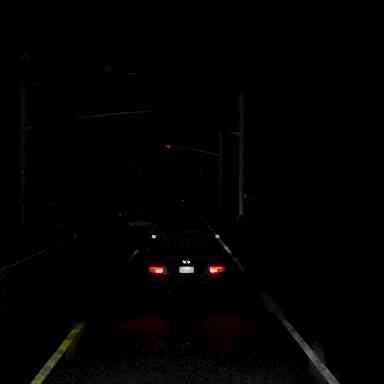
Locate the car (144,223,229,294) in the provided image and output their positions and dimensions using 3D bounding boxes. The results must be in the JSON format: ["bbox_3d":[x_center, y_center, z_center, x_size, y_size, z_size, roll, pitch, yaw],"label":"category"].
[{"bbox_3d":[-0.167,1.547,8.918,2.033,1.411,5.357,0,0,-1],"label":"car"}]

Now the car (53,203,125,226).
[{"bbox_3d":[-7.020,1.514,22.896,4.674,1.442,1.812,0,0,-11],"label":"car"}]

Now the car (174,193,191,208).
[{"bbox_3d":[-1.335,1.221,47.986,2.150,2.045,5.566,0,0,-2],"label":"car"}]
